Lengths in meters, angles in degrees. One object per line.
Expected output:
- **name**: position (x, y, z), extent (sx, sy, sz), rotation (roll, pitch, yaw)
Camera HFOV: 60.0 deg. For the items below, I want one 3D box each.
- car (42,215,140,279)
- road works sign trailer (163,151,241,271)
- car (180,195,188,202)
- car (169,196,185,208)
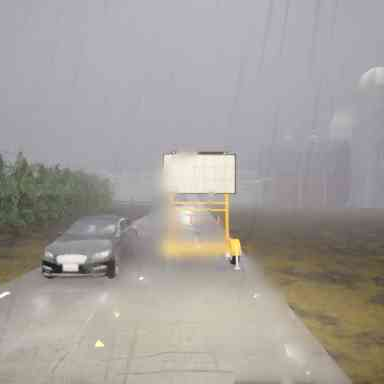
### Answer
- **car**: position (-2.809, 1.496, 10.168), extent (2.128, 1.511, 4.902), rotation (0, 0, 0)
- **road works sign trailer**: position (0.233, 0.471, 11.020), extent (2.380, 3.560, 2.880), rotation (0, 0, -4)
- **car**: position (-2.392, 1.688, 89.656), extent (2.150, 2.045, 5.566), rotation (0, -1, 0)
- **car**: position (-2.629, 1.790, 53.490), extent (1.994, 1.385, 4.181), rotation (0, 0, 0)
